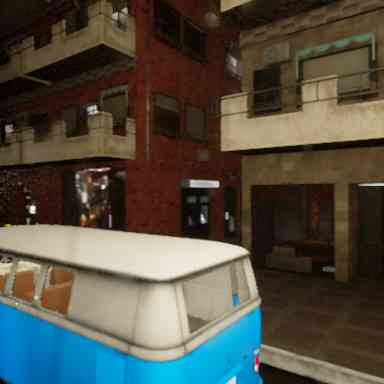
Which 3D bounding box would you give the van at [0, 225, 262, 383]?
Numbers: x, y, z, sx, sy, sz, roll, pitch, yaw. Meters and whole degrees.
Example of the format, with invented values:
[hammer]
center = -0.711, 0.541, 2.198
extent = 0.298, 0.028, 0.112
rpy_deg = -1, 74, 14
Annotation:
[van]
center = -1.223, 1.341, 3.751
extent = 3.998, 1.788, 1.690
rpy_deg = 0, 0, 35
